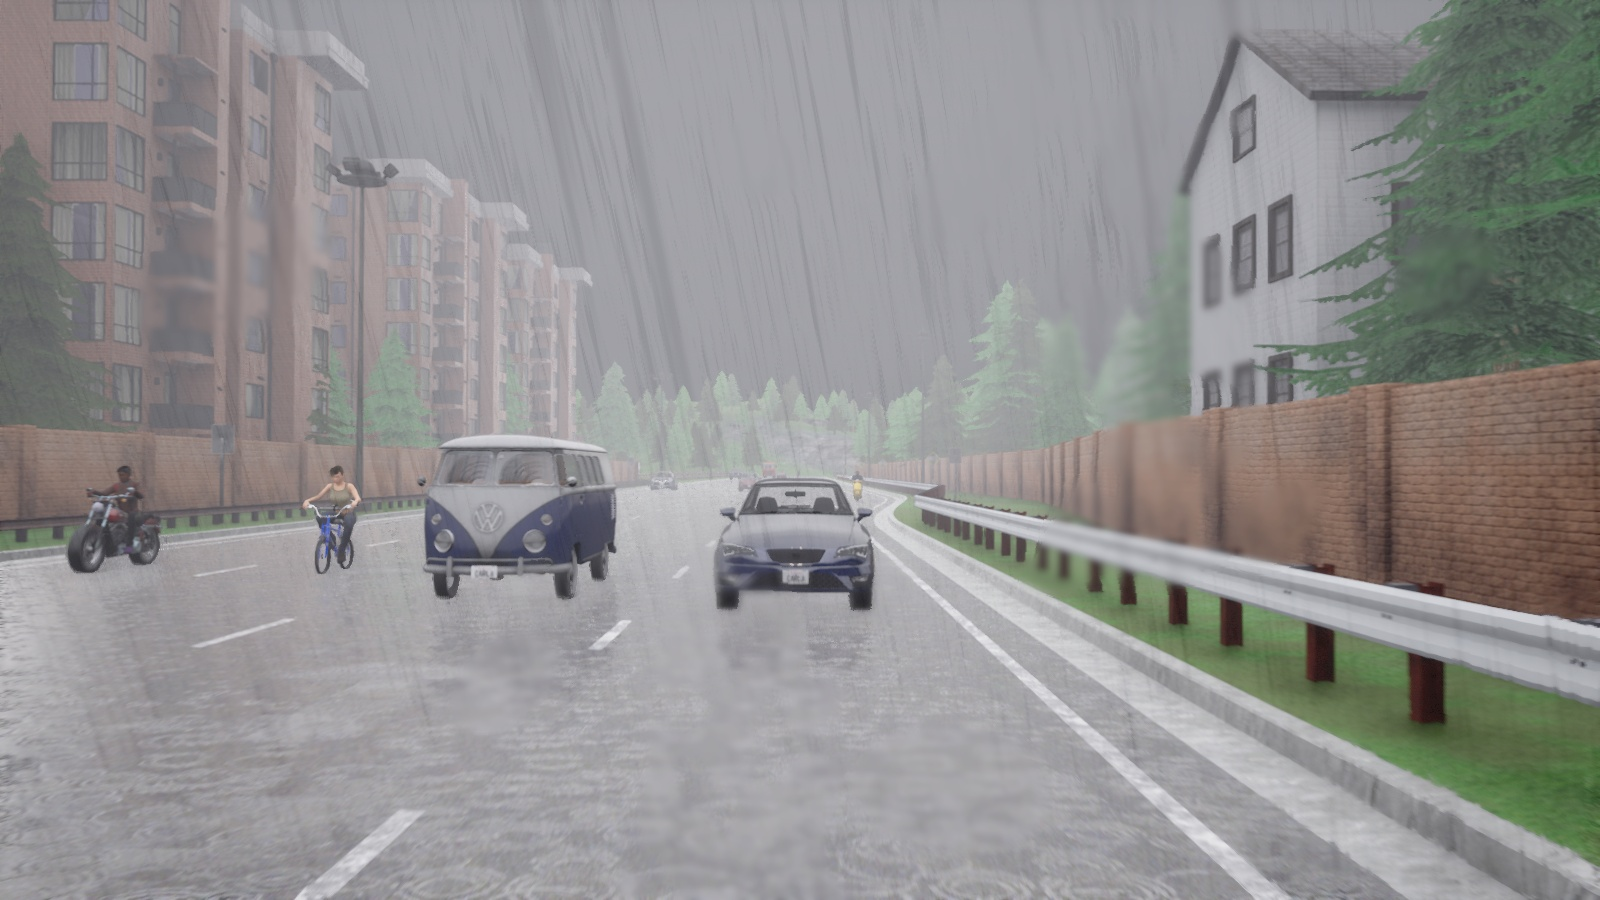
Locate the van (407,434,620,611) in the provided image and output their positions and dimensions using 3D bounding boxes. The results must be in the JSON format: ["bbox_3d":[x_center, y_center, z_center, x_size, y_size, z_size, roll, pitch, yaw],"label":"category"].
[{"bbox_3d":[-3.541,0.855,16.361,1.775,1.987,4.442,0,-1,0],"label":"van"}]

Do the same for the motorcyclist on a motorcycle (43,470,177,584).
[{"bbox_3d":[-10.547,1.130,19.319,0.766,1.649,2.350,0,-1,0],"label":"motorcyclist on a motorcycle"}]

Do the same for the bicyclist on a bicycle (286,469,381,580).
[{"bbox_3d":[-7.042,1.098,19.037,0.866,1.612,1.509,0,-1,0],"label":"bicyclist on a bicycle"}]

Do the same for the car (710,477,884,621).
[{"bbox_3d":[-0.037,1.084,15.282,1.816,1.474,4.193,0,-1,0],"label":"car"}]

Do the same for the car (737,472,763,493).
[{"bbox_3d":[-3.729,2.424,94.419,1.845,1.501,3.633,0,-1,0],"label":"car"}]

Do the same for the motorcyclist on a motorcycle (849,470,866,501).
[{"bbox_3d":[3.030,1.859,65.911,0.866,1.590,1.817,0,-1,2],"label":"motorcyclist on a motorcycle"}]
